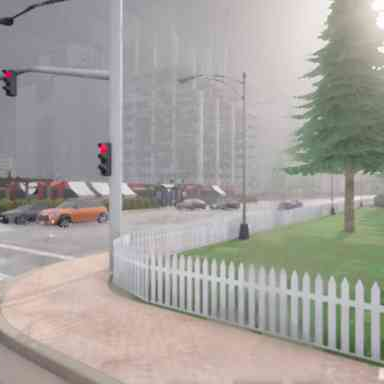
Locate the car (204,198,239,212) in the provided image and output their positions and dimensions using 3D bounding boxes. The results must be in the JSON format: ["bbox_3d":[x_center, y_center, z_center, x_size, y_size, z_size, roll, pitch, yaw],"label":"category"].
[{"bbox_3d":[3.892,1.451,39.258,2.128,1.511,4.902,0,0,34],"label":"car"}]

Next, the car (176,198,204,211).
[{"bbox_3d":[0.007,1.478,39.750,1.812,1.442,4.674,0,0,34],"label":"car"}]

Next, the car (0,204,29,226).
[{"bbox_3d":[-11.198,1.517,23.175,1.994,1.385,4.181,0,0,34],"label":"car"}]

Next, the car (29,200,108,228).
[{"bbox_3d":[-7.802,1.313,21.948,2.097,1.767,4.553,0,0,34],"label":"car"}]

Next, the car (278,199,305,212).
[{"bbox_3d":[10.996,1.500,36.937,1.812,1.442,4.674,0,0,34],"label":"car"}]
